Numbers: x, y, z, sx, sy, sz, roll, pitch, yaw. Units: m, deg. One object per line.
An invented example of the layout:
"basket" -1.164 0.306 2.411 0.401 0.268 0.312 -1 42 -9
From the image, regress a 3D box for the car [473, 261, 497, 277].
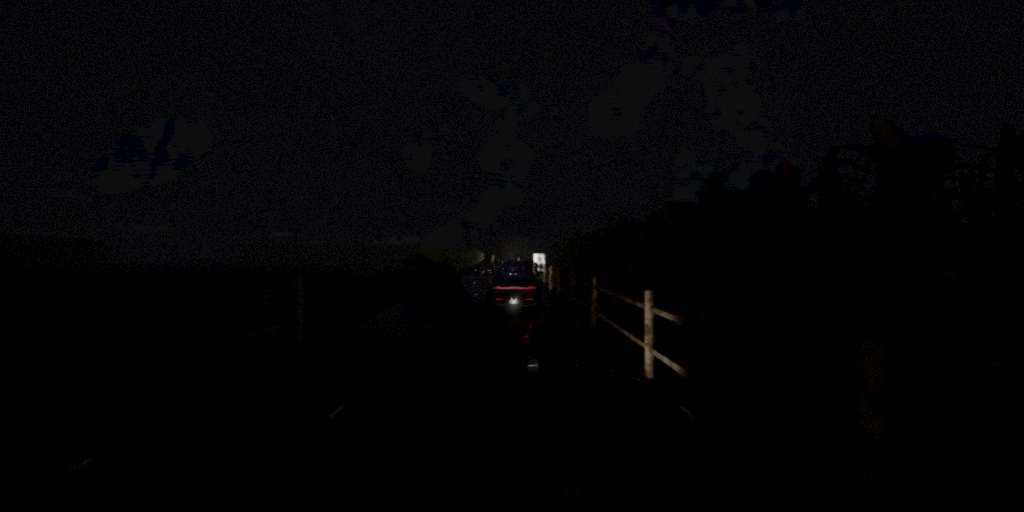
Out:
"car" -2.845 1.326 37.158 1.837 1.490 4.892 0 0 0

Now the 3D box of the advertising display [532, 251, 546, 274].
"advertising display" 3.124 0.875 41.915 1.540 2.440 0.280 0 0 0

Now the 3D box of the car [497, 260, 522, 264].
"car" 0.092 1.137 30.113 2.097 1.767 4.553 0 0 0

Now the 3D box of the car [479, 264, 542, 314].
"car" 0.092 1.226 13.753 2.128 1.511 4.902 0 0 0
